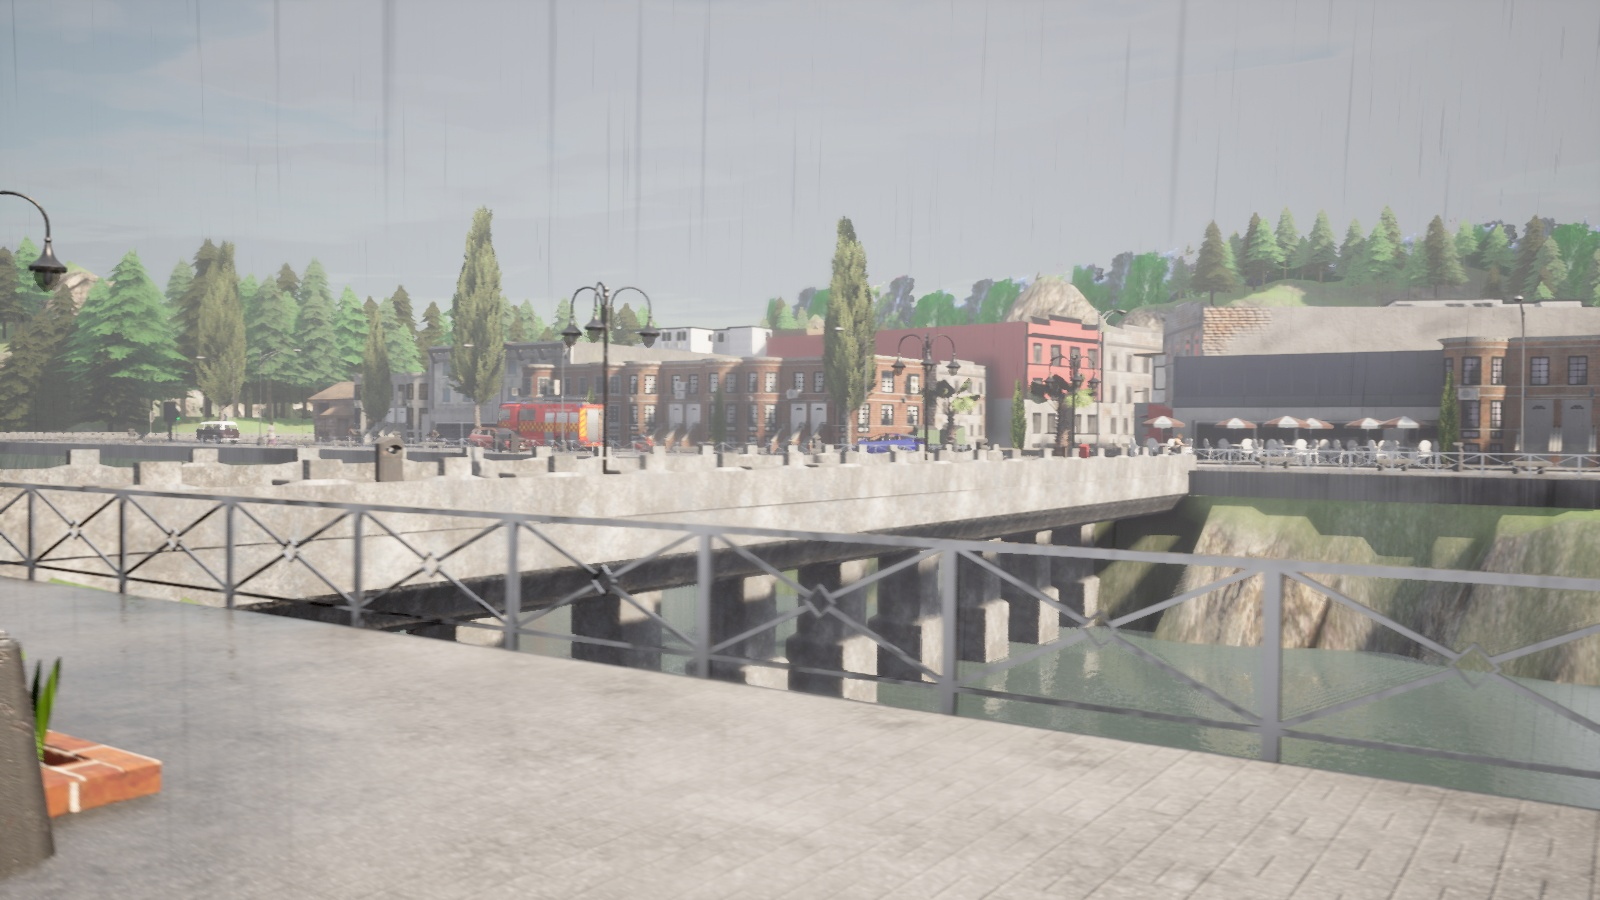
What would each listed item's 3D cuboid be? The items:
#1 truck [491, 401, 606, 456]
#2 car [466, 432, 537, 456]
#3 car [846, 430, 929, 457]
[{"bbox_3d":[-18.147,-1.501,90.287,8.468,3.827,2.891,0,1,34],"label":"truck"},{"bbox_3d":[-20.758,-0.427,87.239,4.611,1.667,2.242,0,1,34],"label":"car"},{"bbox_3d":[5.215,-0.390,74.795,4.514,1.525,2.007,0,1,34],"label":"car"}]
